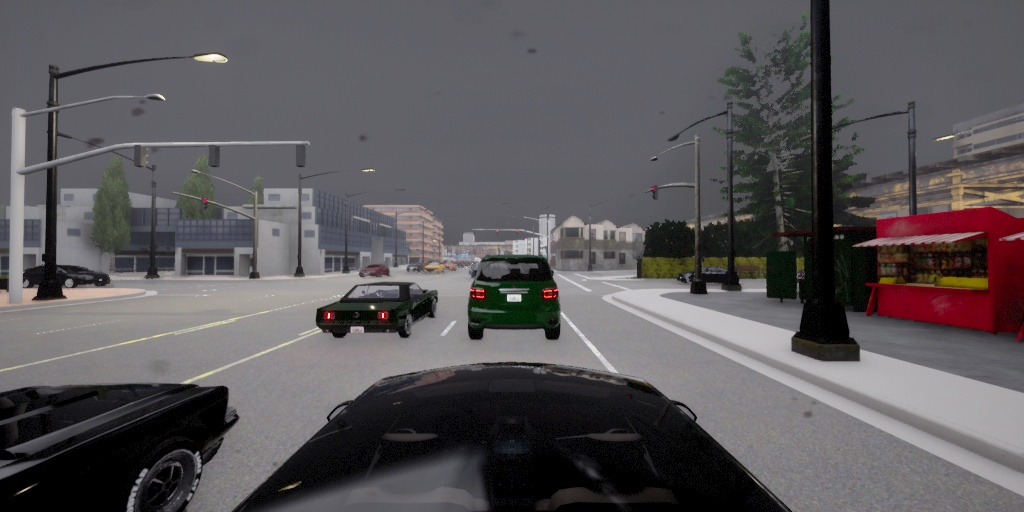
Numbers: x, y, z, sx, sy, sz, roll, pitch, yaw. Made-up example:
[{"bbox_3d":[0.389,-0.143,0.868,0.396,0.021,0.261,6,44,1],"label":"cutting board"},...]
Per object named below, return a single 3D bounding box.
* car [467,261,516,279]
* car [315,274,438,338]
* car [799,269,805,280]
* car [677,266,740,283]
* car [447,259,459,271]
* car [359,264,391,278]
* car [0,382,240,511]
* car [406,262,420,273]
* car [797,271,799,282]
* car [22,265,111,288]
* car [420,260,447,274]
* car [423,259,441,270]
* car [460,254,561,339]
[{"bbox_3d":[-2.068,1.354,36.014,4.553,1.767,2.097,0,-1,-21],"label":"car"},{"bbox_3d":[-3.435,1.368,10.223,1.895,1.301,4.718,0,0,0],"label":"car"},{"bbox_3d":[21.903,1.358,23.344,4.674,1.442,1.812,0,-1,1],"label":"car"},{"bbox_3d":[14.753,1.447,27.089,4.181,1.385,1.994,0,-1,0],"label":"car"},{"bbox_3d":[-10.604,1.514,59.306,2.097,1.767,4.553,0,0,0],"label":"car"},{"bbox_3d":[-14.216,1.548,37.466,1.812,1.442,4.674,0,-1,2],"label":"car"},{"bbox_3d":[-3.402,1.351,1.084,1.895,1.301,4.718,0,0,0],"label":"car"},{"bbox_3d":[-14.118,1.654,52.820,2.128,1.511,4.902,0,0,0],"label":"car"},{"bbox_3d":[23.250,1.408,27.020,4.674,1.442,1.812,0,-1,1],"label":"car"},{"bbox_3d":[-29.637,1.342,23.733,4.892,1.490,1.837,0,-1,1],"label":"car"},{"bbox_3d":[-10.617,1.601,48.922,1.882,1.535,5.008,0,0,0],"label":"car"},{"bbox_3d":[-14.082,1.494,63.471,2.097,1.767,4.553,0,0,0],"label":"car"},{"bbox_3d":[0.062,0.985,10.206,2.150,2.045,5.566,0,0,0],"label":"car"}]
